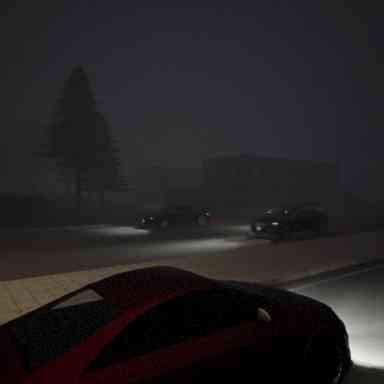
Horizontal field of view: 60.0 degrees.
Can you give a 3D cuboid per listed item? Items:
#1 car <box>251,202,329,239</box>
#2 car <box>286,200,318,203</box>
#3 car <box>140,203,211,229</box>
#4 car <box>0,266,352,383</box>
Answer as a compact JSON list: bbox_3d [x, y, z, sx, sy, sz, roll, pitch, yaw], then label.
[{"bbox_3d":[5.234,1.502,17.528,4.902,1.511,2.128,0,0,-35],"label":"car"},{"bbox_3d":[7.289,1.365,23.260,4.553,1.767,2.097,0,0,-35],"label":"car"},{"bbox_3d":[-0.999,1.512,21.691,4.892,1.490,1.837,0,0,-35],"label":"car"},{"bbox_3d":[-0.112,1.565,3.659,4.181,1.385,1.994,0,0,-36],"label":"car"}]
